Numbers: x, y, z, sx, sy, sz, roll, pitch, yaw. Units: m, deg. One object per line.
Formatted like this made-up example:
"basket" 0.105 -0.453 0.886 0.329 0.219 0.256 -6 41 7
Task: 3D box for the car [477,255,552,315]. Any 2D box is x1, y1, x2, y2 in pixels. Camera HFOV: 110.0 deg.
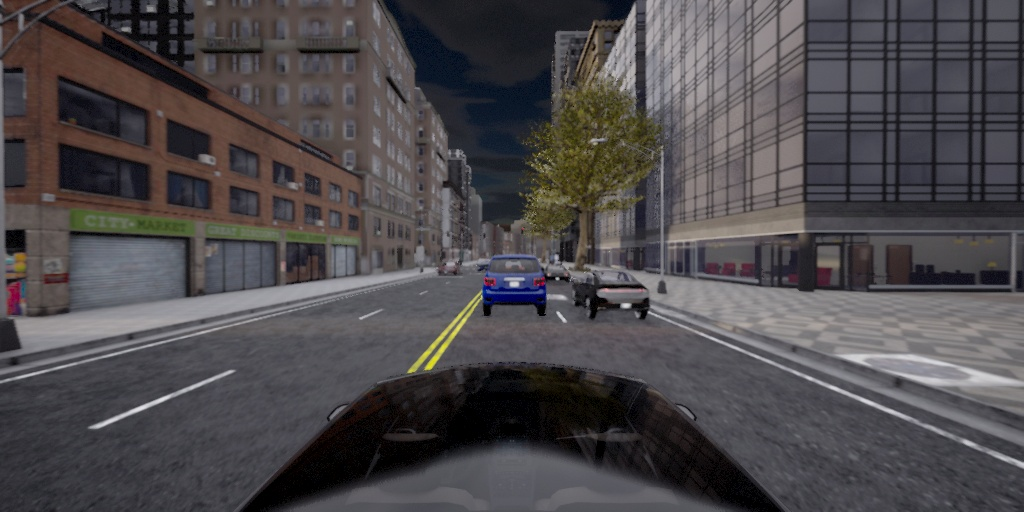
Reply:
"car" 0.088 0.988 13.864 2.150 2.045 5.566 0 0 0

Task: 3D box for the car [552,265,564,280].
"car" 3.340 1.387 28.474 1.895 1.301 4.718 0 0 0

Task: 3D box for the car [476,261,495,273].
"car" -3.302 1.349 45.325 2.033 1.411 5.357 0 0 0

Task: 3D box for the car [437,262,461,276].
"car" -6.583 1.322 38.013 1.812 1.442 4.674 0 0 0

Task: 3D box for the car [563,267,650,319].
"car" 3.329 1.255 12.842 2.128 1.511 4.902 0 -1 0
